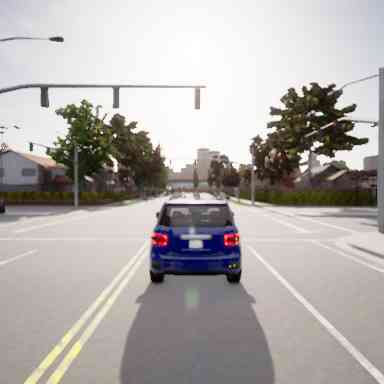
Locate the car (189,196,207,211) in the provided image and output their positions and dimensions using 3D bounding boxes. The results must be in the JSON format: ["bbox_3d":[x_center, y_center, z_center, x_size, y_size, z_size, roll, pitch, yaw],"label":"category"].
[{"bbox_3d":[0.710,1.224,38.361,1.882,1.535,5.008,0,0,1],"label":"car"}]

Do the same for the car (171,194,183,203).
[{"bbox_3d":[-2.688,1.084,59.702,1.882,1.535,5.008,0,0,1],"label":"car"}]

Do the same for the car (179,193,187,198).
[{"bbox_3d":[-2.383,0.920,90.346,1.812,1.442,4.674,0,0,0],"label":"car"}]

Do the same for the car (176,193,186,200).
[{"bbox_3d":[-2.512,1.046,74.997,2.033,1.411,5.357,0,0,0],"label":"car"}]

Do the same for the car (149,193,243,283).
[{"bbox_3d":[0.088,1.158,9.618,2.150,2.045,5.566,0,0,0],"label":"car"}]
